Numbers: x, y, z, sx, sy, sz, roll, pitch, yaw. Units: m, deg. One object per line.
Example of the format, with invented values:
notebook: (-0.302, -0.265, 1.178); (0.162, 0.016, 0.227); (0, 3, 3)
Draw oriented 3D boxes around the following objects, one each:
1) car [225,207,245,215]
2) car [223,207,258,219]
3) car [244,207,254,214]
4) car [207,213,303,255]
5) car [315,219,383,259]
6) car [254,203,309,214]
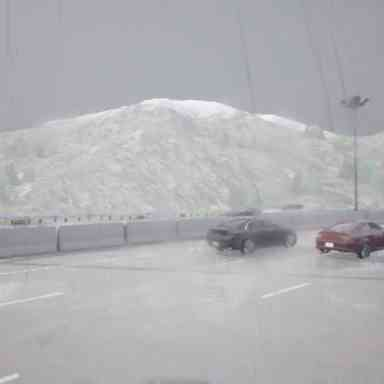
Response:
car: (6.569, 2.550, 39.577); (5.008, 1.535, 1.882); (1, -2, -32)
car: (6.397, 2.748, 43.582); (4.181, 1.385, 1.994); (1, -2, -31)
car: (8.286, 2.545, 36.521); (4.181, 1.385, 1.994); (1, -2, -32)
car: (2.886, 1.926, 15.348); (4.892, 1.490, 1.837); (0, -2, -38)
car: (7.113, 1.894, 14.215); (4.674, 1.442, 1.812); (1, -2, -37)
car: (9.254, 2.100, 33.035); (5.566, 2.045, 2.150); (1, -2, -33)
